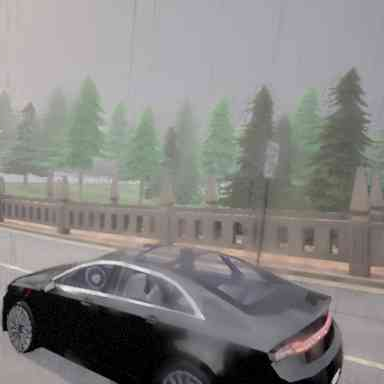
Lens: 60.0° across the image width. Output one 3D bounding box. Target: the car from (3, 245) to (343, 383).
[{"bbox_3d":[-0.659,1.485,4.463,4.902,1.511,2.128,0,0,36],"label":"car"}]
